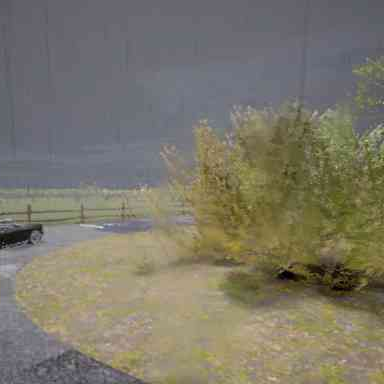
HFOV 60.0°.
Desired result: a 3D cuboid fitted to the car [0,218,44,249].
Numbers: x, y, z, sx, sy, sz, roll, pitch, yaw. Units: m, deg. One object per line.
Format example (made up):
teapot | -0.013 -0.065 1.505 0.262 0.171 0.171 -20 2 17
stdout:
car | -7.796 1.647 12.943 1.895 1.301 4.718 0 0 6
